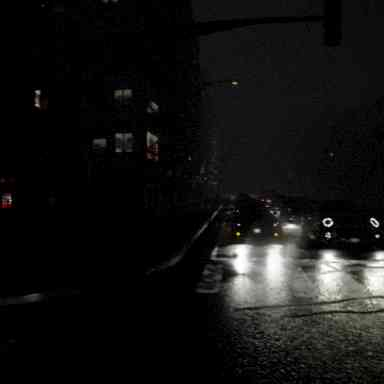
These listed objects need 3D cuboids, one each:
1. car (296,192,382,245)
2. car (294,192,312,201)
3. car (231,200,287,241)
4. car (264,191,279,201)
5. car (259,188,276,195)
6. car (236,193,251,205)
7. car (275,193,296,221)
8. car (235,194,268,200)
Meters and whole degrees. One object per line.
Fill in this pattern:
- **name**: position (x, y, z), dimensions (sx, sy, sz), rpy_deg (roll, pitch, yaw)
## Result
- **car**: position (5.894, 1.049, 13.672), dimensions (2.097, 1.767, 4.553), rpy_deg (0, 1, 8)
- **car**: position (17.983, 0.713, 53.924), dimensions (1.895, 1.301, 4.718), rpy_deg (0, 1, 8)
- **car**: position (2.758, 1.274, 14.711), dimensions (1.994, 1.385, 4.181), rpy_deg (0, 1, 8)
- **car**: position (8.508, 0.945, 32.972), dimensions (1.837, 1.490, 4.892), rpy_deg (0, 1, 8)
- **car**: position (9.945, 0.525, 43.271), dimensions (2.150, 2.045, 5.566), rpy_deg (0, 1, 9)
- **car**: position (6.659, 0.858, 43.238), dimensions (1.812, 1.442, 4.674), rpy_deg (0, 1, 8)
- **car**: position (7.130, 1.052, 22.816), dimensions (1.882, 1.535, 5.008), rpy_deg (0, 1, 8)
- **car**: position (3.989, 1.136, 23.856), dimensions (2.033, 1.411, 5.357), rpy_deg (0, 1, 8)
